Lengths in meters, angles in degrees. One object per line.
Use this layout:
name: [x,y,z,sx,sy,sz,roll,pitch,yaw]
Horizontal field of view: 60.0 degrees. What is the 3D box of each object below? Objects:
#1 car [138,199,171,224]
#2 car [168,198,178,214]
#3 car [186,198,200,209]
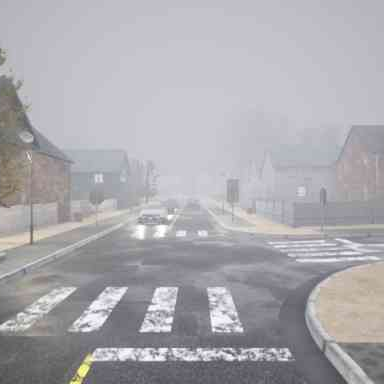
car: [-2.844,1.540,25.094,1.812,1.442,4.674,0,0,0]
car: [-2.844,1.583,35.420,1.994,1.385,4.181,0,0,0]
car: [0.108,1.572,46.435,2.033,1.411,5.357,0,0,0]
